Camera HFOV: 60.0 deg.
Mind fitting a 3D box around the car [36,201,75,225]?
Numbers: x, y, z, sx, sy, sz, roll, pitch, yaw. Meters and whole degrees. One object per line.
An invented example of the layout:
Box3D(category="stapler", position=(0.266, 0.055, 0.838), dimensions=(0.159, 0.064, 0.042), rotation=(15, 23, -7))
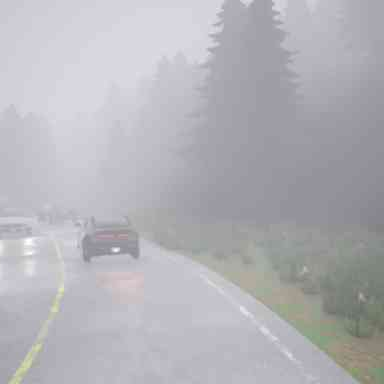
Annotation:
Box3D(category="car", position=(-10.445, 1.498, 25.613), dimensions=(2.097, 1.767, 4.553), rotation=(-1, 0, -37))

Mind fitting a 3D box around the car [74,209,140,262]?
Box3D(category="car", position=(-3.255, 1.556, 12.560), dimensions=(1.837, 1.490, 4.892), rotation=(0, 0, -22))

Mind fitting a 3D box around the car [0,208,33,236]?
Box3D(category="car", position=(-10.244, 1.662, 19.064), dimensions=(1.812, 1.442, 4.674), rotation=(0, 0, -29))
